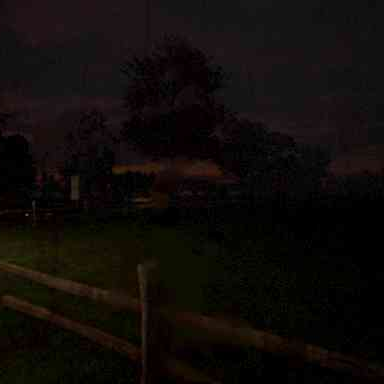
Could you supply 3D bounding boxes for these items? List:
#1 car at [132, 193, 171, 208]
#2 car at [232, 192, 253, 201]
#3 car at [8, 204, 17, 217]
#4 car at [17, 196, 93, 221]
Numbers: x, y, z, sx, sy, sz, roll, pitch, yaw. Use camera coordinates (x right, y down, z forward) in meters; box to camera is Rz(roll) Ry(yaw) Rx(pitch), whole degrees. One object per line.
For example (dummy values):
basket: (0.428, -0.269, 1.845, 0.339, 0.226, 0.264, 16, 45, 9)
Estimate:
car: (-4.352, 0.894, 36.032, 1.882, 1.535, 5.008, 0, 2, 36)
car: (7.995, 0.635, 52.597, 1.994, 1.385, 4.181, 0, 1, 37)
car: (-11.747, 1.136, 26.032, 1.837, 1.490, 4.892, 0, 1, 36)
car: (-9.542, 1.157, 24.101, 1.837, 1.490, 4.892, 0, 1, 36)
